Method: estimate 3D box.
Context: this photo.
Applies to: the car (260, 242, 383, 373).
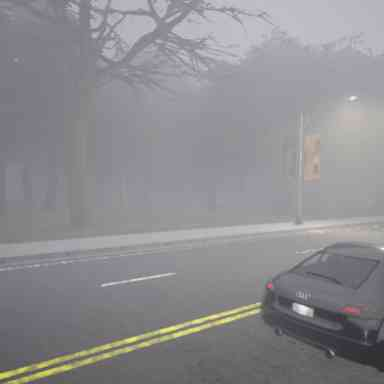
[{"bbox_3d":[3.135,1.572,5.676,4.181,1.385,1.994,0,0,-36],"label":"car"}]
